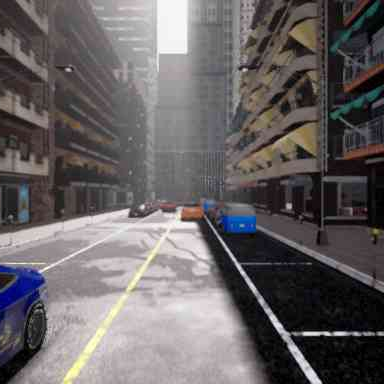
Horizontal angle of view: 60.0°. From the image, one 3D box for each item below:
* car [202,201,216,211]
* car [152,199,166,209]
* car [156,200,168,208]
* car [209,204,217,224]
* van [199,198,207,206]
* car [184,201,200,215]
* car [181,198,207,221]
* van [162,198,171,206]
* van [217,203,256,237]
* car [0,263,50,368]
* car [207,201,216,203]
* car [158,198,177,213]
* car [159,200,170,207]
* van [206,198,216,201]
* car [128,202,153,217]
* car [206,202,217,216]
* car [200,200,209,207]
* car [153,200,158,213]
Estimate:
[{"bbox_3d":[2.602,2.173,53.113,2.008,1.369,4.403,-1,-1,0],"label":"car"},{"bbox_3d":[-5.788,2.129,58.732,1.967,1.590,4.097,-1,-1,0],"label":"car"},{"bbox_3d":[-5.795,2.321,64.331,1.947,1.339,4.313,-1,-1,0],"label":"car"},{"bbox_3d":[2.644,1.844,25.104,2.008,1.369,4.403,-1,-1,0],"label":"car"},{"bbox_3d":[2.566,2.229,75.521,1.690,1.788,3.998,-1,-1,0],"label":"van"},{"bbox_3d":[0.017,2.003,42.455,1.837,1.490,4.892,0,0,0],"label":"car"},{"bbox_3d":[0.045,1.722,31.644,2.097,1.767,4.553,0,-1,0],"label":"car"},{"bbox_3d":[-5.814,2.229,75.537,1.690,1.788,3.998,-1,-1,0],"label":"van"},{"bbox_3d":[2.649,1.569,19.505,1.690,1.788,3.998,-1,-1,0],"label":"van"},{"bbox_3d":[-3.123,1.568,3.489,1.812,1.442,4.674,0,-1,0],"label":"car"},{"bbox_3d":[2.627,1.990,36.307,1.947,1.339,4.313,-1,-1,0],"label":"car"},{"bbox_3d":[-3.161,2.019,46.254,1.882,1.535,5.008,0,-1,0],"label":"car"},{"bbox_3d":[-5.803,2.372,69.933,2.008,1.369,4.403,-1,-1,0],"label":"car"},{"bbox_3d":[2.607,1.897,47.513,1.690,1.788,3.998,-1,-1,0],"label":"van"},{"bbox_3d":[-5.753,1.991,36.323,1.947,1.339,4.313,-1,-1,0],"label":"car"},{"bbox_3d":[2.635,1.903,30.706,1.887,1.381,4.507,-1,-1,0],"label":"car"},{"bbox_3d":[2.577,2.348,70.087,1.752,1.417,4.829,-1,-1,0],"label":"car"},{"bbox_3d":[-5.762,2.035,41.926,1.887,1.381,4.507,-1,-1,0],"label":"car"}]
